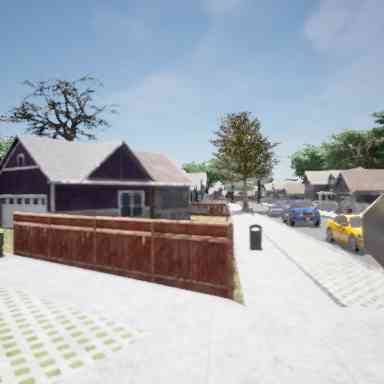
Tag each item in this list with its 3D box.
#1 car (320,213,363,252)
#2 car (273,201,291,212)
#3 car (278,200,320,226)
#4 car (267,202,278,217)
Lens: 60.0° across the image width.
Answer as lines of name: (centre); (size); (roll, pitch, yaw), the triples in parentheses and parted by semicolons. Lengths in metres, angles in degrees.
car: (7.827, 1.773, 15.540); (1.882, 1.535, 5.008); (-1, -1, 5)
car: (13.938, 2.256, 51.590); (1.882, 1.535, 5.008); (-1, -1, 5)
car: (8.929, 1.682, 27.704); (2.150, 2.045, 5.566); (-1, -1, 5)
car: (9.992, 2.217, 39.124); (1.895, 1.301, 4.718); (-1, -1, 5)
